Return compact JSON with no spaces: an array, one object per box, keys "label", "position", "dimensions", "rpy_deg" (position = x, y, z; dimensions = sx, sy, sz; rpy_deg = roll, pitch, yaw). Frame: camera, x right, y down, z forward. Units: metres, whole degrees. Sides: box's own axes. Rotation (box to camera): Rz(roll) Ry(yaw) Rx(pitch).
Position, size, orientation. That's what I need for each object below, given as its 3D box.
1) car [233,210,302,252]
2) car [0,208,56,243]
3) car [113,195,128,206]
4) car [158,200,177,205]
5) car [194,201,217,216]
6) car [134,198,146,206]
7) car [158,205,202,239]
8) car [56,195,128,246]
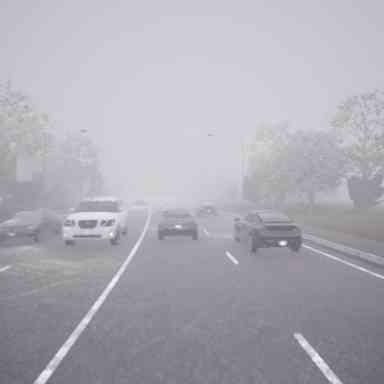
[{"label":"car","position":[2.985,1.519,13.911],"dimensions":[1.837,1.490,4.892],"rpy_deg":[0,0,-4]},{"label":"car","position":[-7.923,1.566,16.608],"dimensions":[1.812,1.442,4.674],"rpy_deg":[0,0,-5]},{"label":"car","position":[-12.533,1.460,58.439],"dimensions":[2.097,1.767,4.553],"rpy_deg":[0,0,-6]},{"label":"car","position":[-2.561,1.582,35.107],"dimensions":[1.812,1.442,4.674],"rpy_deg":[0,0,-6]},{"label":"car","position":[1.268,1.571,32.303],"dimensions":[1.812,1.442,4.674],"rpy_deg":[0,0,-6]},{"label":"car","position":[-8.845,1.700,57.011],"dimensions":[1.895,1.301,4.718],"rpy_deg":[0,0,-6]},{"label":"car","position":[-0.801,1.592,17.621],"dimensions":[1.994,1.385,4.181],"rpy_deg":[0,0,-5]},{"label":"car","position":[-4.341,1.254,15.840],"dimensions":[2.150,2.045,5.566],"rpy_deg":[0,0,-4]}]
